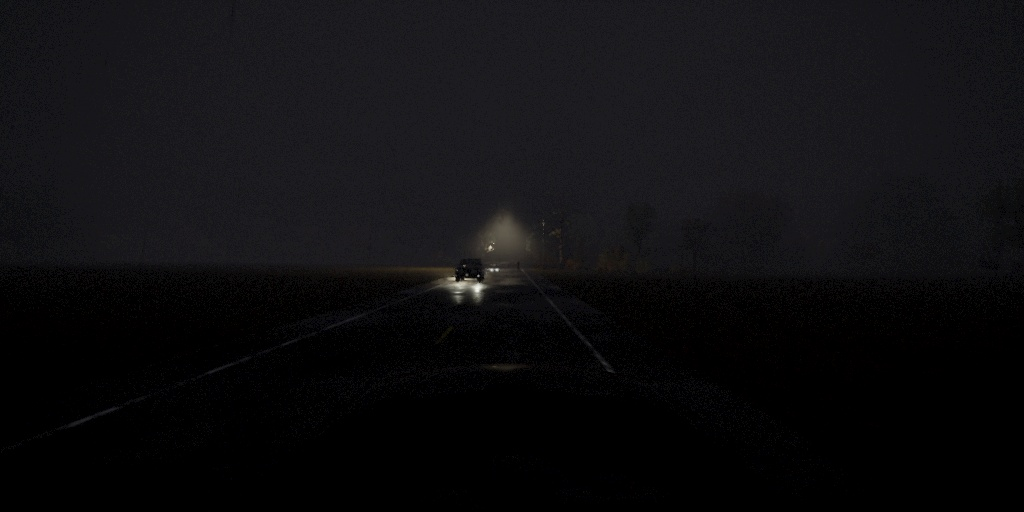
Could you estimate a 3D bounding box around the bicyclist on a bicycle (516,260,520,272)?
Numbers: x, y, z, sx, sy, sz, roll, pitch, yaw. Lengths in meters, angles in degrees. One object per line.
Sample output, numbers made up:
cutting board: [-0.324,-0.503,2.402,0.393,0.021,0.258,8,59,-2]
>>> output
bicyclist on a bicycle: [0.985,1.548,53.578,0.582,1.620,1.656,0,-1,0]

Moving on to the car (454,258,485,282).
car: [-3.579,1.167,31.280,2.150,2.045,5.566,0,0,0]
